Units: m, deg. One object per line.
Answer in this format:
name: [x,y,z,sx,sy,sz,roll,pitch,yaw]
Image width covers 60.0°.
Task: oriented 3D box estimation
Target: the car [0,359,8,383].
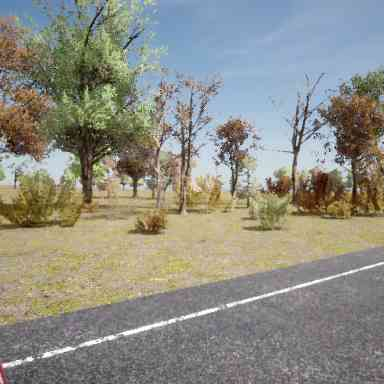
car: [-3.427,1.352,1.584,4.553,1.767,2.097,0,0,-36]
